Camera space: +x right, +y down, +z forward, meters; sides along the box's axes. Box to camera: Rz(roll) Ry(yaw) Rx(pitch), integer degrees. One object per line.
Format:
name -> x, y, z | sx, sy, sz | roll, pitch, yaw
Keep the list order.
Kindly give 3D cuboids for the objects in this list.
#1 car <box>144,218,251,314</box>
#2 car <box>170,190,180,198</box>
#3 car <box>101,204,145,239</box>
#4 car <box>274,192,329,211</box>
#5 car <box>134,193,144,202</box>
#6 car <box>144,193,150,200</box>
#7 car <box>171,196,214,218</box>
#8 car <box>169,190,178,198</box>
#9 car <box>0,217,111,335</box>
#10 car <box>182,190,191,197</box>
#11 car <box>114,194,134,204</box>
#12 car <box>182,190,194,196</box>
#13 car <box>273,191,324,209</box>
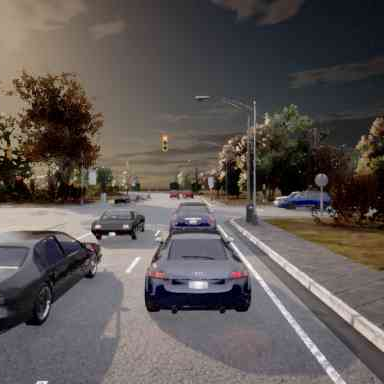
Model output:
car -> 0.079, 1.541, 7.668 | 1.994, 1.385, 4.181 | 0, 0, -1
car -> -4.273, 0.590, 82.902 | 2.150, 2.045, 5.566 | 0, 1, -3
car -> -3.482, 1.519, 16.622 | 1.895, 1.301, 4.718 | 0, 0, -1
car -> 12.558, 1.000, 37.286 | 5.566, 2.045, 2.150 | 0, 0, -3
car -> -10.819, 1.094, 61.212 | 2.128, 1.511, 4.902 | 0, 0, 0
car -> -10.865, 1.101, 71.169 | 1.895, 1.301, 4.718 | 0, 1, -1
car -> 0.039, 1.273, 16.301 | 2.097, 1.767, 4.553 | 0, 0, 0
car -> -5.107, 0.442, 93.644 | 2.150, 2.045, 5.566 | 0, 1, -7
car -> -3.418, 1.528, 6.978 | 2.033, 1.411, 5.357 | 0, 0, -1
car -> -1.619, 0.401, 94.035 | 2.097, 1.767, 4.553 | 0, 1, -7
car -> -10.805, 1.273, 52.110 | 1.895, 1.301, 4.718 | 0, 0, 0
car -> -0.799, 0.573, 83.388 | 2.150, 2.045, 5.566 | 0, 1, -4
car -> 12.968, 0.976, 40.810 | 5.566, 2.045, 2.150 | 0, 0, -3
